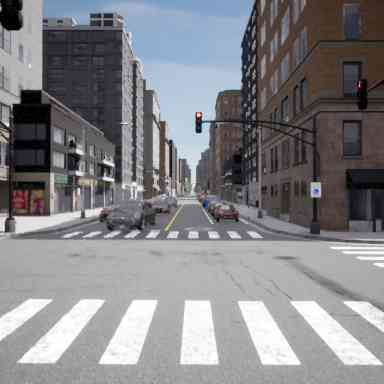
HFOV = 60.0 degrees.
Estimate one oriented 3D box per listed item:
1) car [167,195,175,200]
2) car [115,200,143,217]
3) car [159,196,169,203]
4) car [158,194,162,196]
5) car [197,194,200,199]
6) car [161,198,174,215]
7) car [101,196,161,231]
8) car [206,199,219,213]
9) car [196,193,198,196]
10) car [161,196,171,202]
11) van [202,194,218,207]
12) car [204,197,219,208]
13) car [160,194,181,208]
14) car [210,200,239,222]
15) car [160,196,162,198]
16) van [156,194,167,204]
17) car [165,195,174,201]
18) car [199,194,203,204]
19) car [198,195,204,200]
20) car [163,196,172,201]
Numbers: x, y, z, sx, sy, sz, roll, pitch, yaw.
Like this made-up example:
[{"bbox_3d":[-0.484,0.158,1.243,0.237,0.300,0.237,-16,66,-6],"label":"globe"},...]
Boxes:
[{"bbox_3d":[-6.003,1.585,94.048,1.887,1.381,4.507,1,0,0],"label":"car"},{"bbox_3d":[-5.901,1.552,31.646,1.887,1.381,4.507,1,0,0],"label":"car"},{"bbox_3d":[-5.966,1.610,71.356,1.802,1.307,4.206,1,0,0],"label":"car"},{"bbox_3d":[-5.946,1.461,60.010,1.967,1.590,4.097,1,0,0],"label":"car"},{"bbox_3d":[2.559,1.594,71.365,1.947,1.339,4.313,1,0,0],"label":"car"},{"bbox_3d":[-3.152,1.572,33.428,1.994,1.385,4.181,0,0,0],"label":"car"},{"bbox_3d":[-3.614,1.357,20.672,2.097,1.767,4.553,0,0,7],"label":"car"},{"bbox_3d":[2.624,1.590,31.651,1.802,1.307,4.206,1,0,0],"label":"car"},{"bbox_3d":[2.543,1.350,82.712,2.192,1.841,5.009,1,0,0],"label":"car"},{"bbox_3d":[-5.975,1.582,77.029,2.008,1.369,4.403,1,0,0],"label":"car"},{"bbox_3d":[2.608,1.353,42.999,1.690,1.788,3.998,1,0,0],"label":"van"},{"bbox_3d":[2.615,1.591,37.325,1.802,1.307,4.206,1,0,0],"label":"car"},{"bbox_3d":[-3.158,1.508,49.047,2.128,1.511,4.902,0,0,0],"label":"car"},{"bbox_3d":[2.634,1.588,25.978,1.802,1.307,4.206,1,0,0],"label":"car"},{"bbox_3d":[-5.929,1.597,48.665,1.802,1.307,4.206,1,0,0],"label":"car"},{"bbox_3d":[-5.955,1.365,65.683,1.690,1.788,3.998,1,0,0],"label":"van"},{"bbox_3d":[-5.994,1.604,88.375,1.947,1.339,4.313,1,0,0],"label":"car"},{"bbox_3d":[2.599,1.330,48.672,2.192,1.841,5.009,1,0,0],"label":"car"},{"bbox_3d":[2.523,1.566,94.229,1.752,1.417,4.829,1,0,0],"label":"car"},{"bbox_3d":[-5.985,1.601,82.702,1.947,1.339,4.313,1,0,0],"label":"car"}]
